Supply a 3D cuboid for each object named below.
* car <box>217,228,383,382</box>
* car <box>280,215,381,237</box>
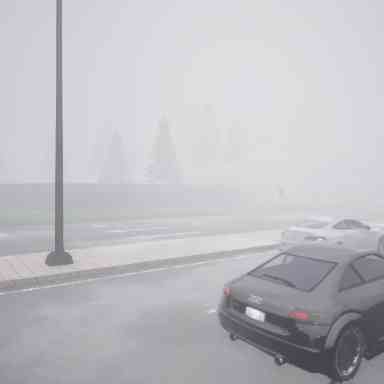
[{"bbox_3d":[2.451,1.563,5.497,4.181,1.385,1.994,0,0,-35],"label":"car"},{"bbox_3d":[4.976,1.526,11.595,4.674,1.442,1.812,0,0,-35],"label":"car"}]
